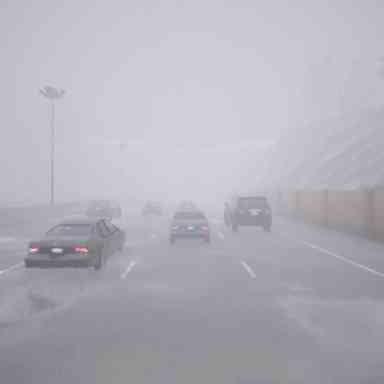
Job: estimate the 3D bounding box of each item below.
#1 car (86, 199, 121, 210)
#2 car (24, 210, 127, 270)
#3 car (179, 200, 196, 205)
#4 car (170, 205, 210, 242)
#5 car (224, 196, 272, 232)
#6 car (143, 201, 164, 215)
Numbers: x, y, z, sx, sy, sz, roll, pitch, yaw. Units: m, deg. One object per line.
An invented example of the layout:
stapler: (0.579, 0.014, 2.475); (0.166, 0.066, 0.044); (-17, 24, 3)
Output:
car: (-7.326, 1.389, 28.023); (2.097, 1.767, 4.553); (0, 0, -1)
car: (-3.531, 1.562, 11.104); (2.033, 1.411, 5.357); (0, 0, -1)
car: (-0.499, 1.612, 37.859); (1.994, 1.385, 4.181); (0, 0, -1)
car: (-0.119, 1.569, 16.384); (2.033, 1.411, 5.357); (0, 0, -1)
car: (3.310, 1.248, 20.462); (2.150, 2.045, 5.566); (0, 0, -1)
car: (-3.935, 1.591, 34.214); (2.033, 1.411, 5.357); (0, 0, -1)
